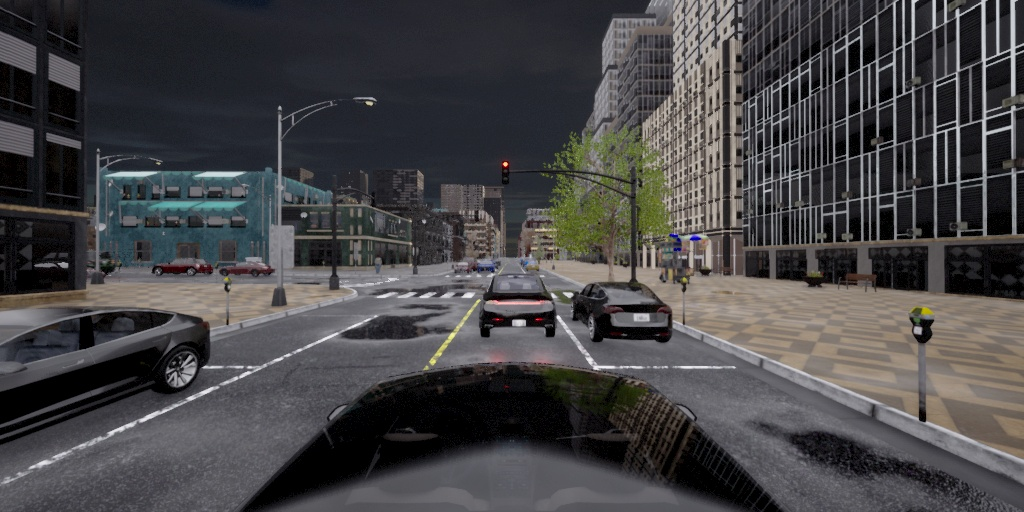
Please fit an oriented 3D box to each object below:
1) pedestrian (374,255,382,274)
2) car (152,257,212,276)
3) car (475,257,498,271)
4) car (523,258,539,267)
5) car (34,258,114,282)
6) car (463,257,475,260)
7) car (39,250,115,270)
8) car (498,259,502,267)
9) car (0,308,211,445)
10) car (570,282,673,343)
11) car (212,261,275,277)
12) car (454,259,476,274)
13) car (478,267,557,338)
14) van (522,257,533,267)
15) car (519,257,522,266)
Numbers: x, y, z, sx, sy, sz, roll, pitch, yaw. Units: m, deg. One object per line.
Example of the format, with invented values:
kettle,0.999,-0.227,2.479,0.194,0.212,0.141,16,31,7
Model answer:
pedestrian,-12.736,0.788,34.023,0.375,1.860,0.375,0,-1,-1
car,-28.357,0.878,30.860,4.097,1.591,1.967,0,0,-1
car,-3.083,1.229,43.687,1.882,1.535,5.008,0,0,0
car,2.710,1.277,47.735,1.751,1.417,4.829,0,0,0
car,-28.242,0.980,22.481,4.207,1.307,1.802,0,0,-1
car,-5.670,1.066,47.566,2.192,1.841,5.009,0,0,0
car,-34.766,0.566,28.179,5.566,2.045,2.150,1,0,-1
car,-3.055,1.315,54.008,1.994,1.385,4.181,0,0,1
car,-5.689,1.316,4.000,1.948,1.339,4.313,0,0,0
car,2.694,1.316,9.536,1.948,1.339,4.313,0,0,0
car,-22.809,1.089,30.936,4.207,1.307,1.802,0,0,-1
car,-5.673,1.333,42.015,1.802,1.307,4.207,0,0,0
car,0.114,1.242,10.206,2.128,1.511,4.902,0,0,-1
van,2.713,1.093,53.116,1.690,1.789,3.998,0,0,0
car,2.717,1.303,64.218,2.007,1.370,4.403,0,0,0
